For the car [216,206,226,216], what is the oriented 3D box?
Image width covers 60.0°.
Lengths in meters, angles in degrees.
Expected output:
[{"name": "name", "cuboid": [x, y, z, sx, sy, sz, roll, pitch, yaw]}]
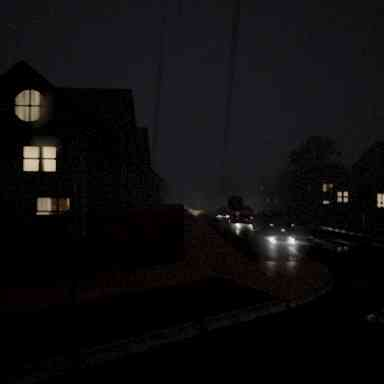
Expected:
[{"name": "car", "cuboid": [4.547, 2.697, 48.603, 2.033, 1.411, 5.357, 1, -2, -1]}]

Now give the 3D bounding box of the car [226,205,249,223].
[{"name": "car", "cuboid": [5.010, 2.075, 33.111, 2.097, 1.767, 4.553, 1, -2, -2]}]

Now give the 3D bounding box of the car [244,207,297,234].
[{"name": "car", "cuboid": [5.356, 1.987, 22.751, 2.033, 1.411, 5.357, 1, -2, -3]}]
